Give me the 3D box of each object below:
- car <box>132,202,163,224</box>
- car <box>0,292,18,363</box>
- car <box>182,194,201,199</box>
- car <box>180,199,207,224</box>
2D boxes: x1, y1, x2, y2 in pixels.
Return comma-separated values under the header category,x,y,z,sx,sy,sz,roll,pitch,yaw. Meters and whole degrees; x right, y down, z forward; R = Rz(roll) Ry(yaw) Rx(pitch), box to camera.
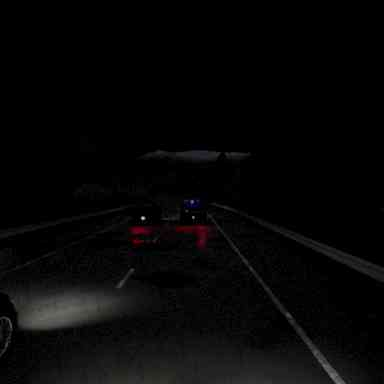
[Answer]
category,x,y,z,sx,sy,sz,roll,pitch,yaw
car,-3.394,1.573,25.526,1.837,1.490,4.892,0,0,0
car,-3.400,1.534,2.829,1.812,1.442,4.674,0,0,0
car,-0.038,1.328,41.663,2.150,2.045,5.566,0,-1,-1
car,0.106,1.560,25.427,2.128,1.511,4.902,0,0,0
